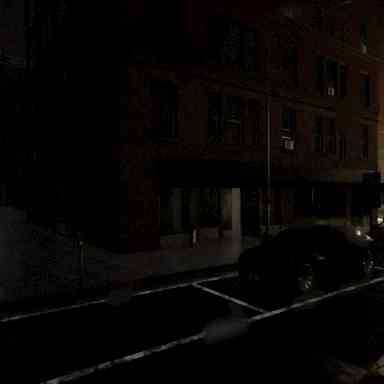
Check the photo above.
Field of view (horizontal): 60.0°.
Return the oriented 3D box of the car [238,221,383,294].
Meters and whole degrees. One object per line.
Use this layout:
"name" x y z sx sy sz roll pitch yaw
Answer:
"car" 3.165 1.566 8.801 4.313 1.339 1.947 0 0 -36
